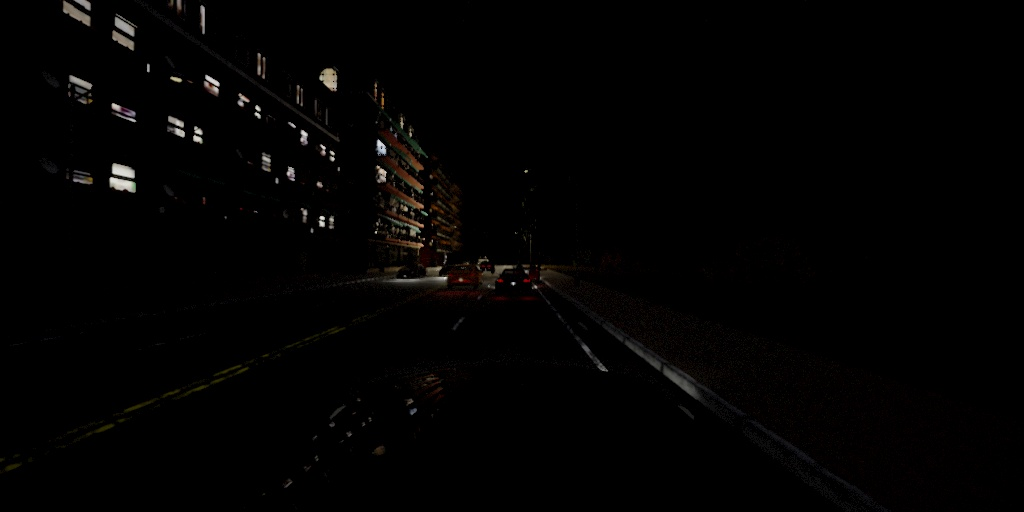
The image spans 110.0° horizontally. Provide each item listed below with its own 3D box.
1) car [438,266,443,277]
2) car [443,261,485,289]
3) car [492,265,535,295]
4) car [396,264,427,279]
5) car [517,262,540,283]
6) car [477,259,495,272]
[{"bbox_3d":[-6.609,1.503,38.712,1.994,1.385,4.181,0,0,0],"label":"car"},{"bbox_3d":[-3.155,1.346,24.628,1.882,1.535,5.008,0,0,0],"label":"car"},{"bbox_3d":[0.089,1.412,20.660,1.994,1.385,4.181,0,0,0],"label":"car"},{"bbox_3d":[-9.859,1.472,35.695,2.033,1.411,5.357,0,0,0],"label":"car"},{"bbox_3d":[1.131,1.244,29.597,2.097,1.767,4.553,0,0,0],"label":"car"},{"bbox_3d":[-3.155,1.472,45.518,1.837,1.490,4.892,0,-2,0],"label":"car"}]
